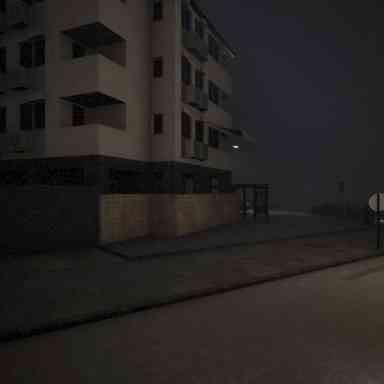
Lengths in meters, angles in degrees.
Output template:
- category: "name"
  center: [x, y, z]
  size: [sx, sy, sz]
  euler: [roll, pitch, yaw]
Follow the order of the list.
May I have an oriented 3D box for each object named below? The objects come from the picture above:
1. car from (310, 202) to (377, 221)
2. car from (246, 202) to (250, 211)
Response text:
- category: "car"
  center: [12.709, 1.547, 28.023]
  size: [2.033, 1.411, 5.357]
  euler: [0, 0, -35]
- category: "car"
  center: [4.667, 1.353, 39.324]
  size: [2.097, 1.767, 4.553]
  euler: [0, 0, -35]
